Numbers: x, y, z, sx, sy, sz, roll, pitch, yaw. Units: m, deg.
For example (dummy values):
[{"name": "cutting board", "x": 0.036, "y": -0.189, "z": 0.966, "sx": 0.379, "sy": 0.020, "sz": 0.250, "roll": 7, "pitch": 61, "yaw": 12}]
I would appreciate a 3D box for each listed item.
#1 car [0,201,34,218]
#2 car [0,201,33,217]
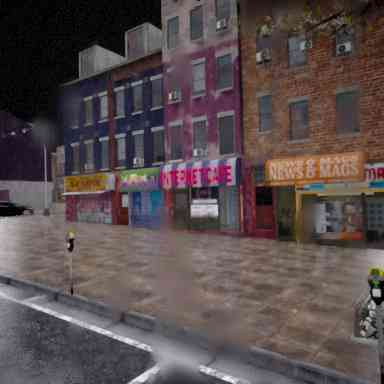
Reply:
[{"name": "car", "x": -17.552, "y": 1.621, "z": 30.215, "sx": 2.033, "sy": 1.411, "sz": 5.357, "roll": -2, "pitch": -1, "yaw": 39}, {"name": "car", "x": -15.823, "y": 1.456, "z": 27.637, "sx": 1.882, "sy": 1.535, "sz": 5.008, "roll": -2, "pitch": -1, "yaw": 36}]
